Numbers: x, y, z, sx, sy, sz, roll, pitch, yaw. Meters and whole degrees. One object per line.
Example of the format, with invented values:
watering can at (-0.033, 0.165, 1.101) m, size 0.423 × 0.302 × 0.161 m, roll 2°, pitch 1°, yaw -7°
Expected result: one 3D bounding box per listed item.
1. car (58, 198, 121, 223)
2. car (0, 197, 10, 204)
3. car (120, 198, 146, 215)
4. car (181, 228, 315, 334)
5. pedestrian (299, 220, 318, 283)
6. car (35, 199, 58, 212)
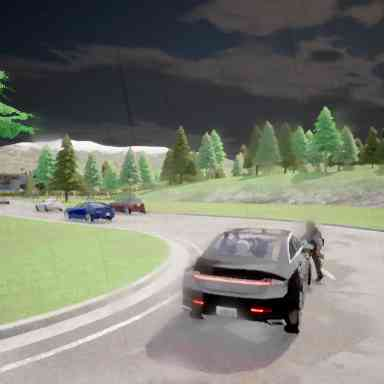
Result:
car at (-8.070, 1.477, 25.994) m, size 5.008 × 1.535 × 1.882 m, roll 0°, pitch 0°, yaw 40°
car at (-34.594, 1.600, 60.754) m, size 1.895 × 1.301 × 4.718 m, roll 0°, pitch 0°, yaw -36°
car at (-6.857, 1.352, 34.220) m, size 4.553 × 1.767 × 2.097 m, roll 0°, pitch 0°, yaw 42°
car at (1.398, 1.489, 6.897) m, size 2.128 × 1.511 × 4.902 m, roll 0°, pitch -1°, yaw 22°
pedestrian at (2.822, 1.294, 8.225) m, size 0.375 × 1.860 × 0.375 m, roll 0°, pitch 0°, yaw 12°
car at (-16.766, 1.526, 39.032) m, size 1.812 × 1.442 × 4.674 m, roll 0°, pitch 0°, yaw -44°
